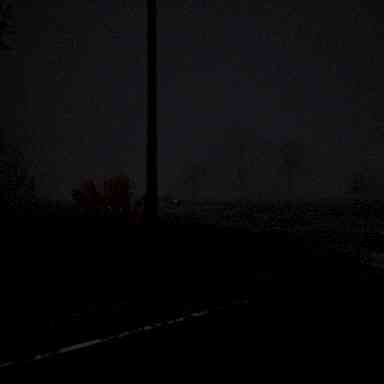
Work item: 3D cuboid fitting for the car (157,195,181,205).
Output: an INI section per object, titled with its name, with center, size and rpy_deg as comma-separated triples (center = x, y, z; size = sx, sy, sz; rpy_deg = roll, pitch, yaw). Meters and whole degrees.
[car]
center = -3.330, 1.079, 46.192
size = 1.994, 1.385, 4.181
rpy_deg = -1, 1, -35
